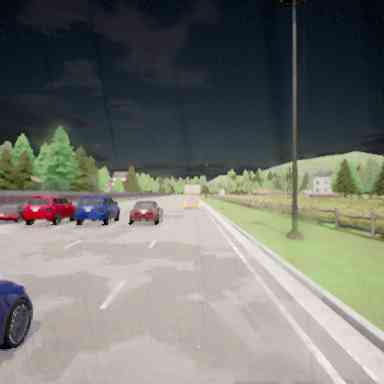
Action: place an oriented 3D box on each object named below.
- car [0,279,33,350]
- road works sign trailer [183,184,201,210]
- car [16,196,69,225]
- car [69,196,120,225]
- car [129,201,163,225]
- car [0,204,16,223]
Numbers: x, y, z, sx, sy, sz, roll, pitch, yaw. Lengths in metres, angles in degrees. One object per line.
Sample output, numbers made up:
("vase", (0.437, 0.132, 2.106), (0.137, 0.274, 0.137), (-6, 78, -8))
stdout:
("car", (-3.410, 1.538, 3.308), (1.812, 1.442, 4.674), (0, 0, 0))
("road works sign trailer", (0.035, 0.623, 46.323), (2.380, 3.560, 2.880), (0, 0, 0))
("car", (-10.382, 1.307, 24.709), (2.150, 2.045, 5.566), (0, 0, 0))
("car", (-6.881, 1.306, 24.711), (2.150, 2.045, 5.566), (0, 0, 0))
("car", (-3.381, 1.439, 25.317), (2.097, 1.767, 4.553), (0, 0, 0))
("car", (-13.880, 1.655, 26.338), (1.994, 1.385, 4.181), (0, 0, 0))
